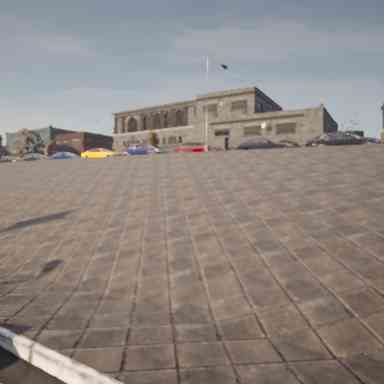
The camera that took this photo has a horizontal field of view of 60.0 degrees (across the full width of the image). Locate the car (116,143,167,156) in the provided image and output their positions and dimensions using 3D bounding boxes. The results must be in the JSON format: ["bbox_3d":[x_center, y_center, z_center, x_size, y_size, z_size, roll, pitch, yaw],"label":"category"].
[{"bbox_3d":[-4.303,-3.696,30.792,4.553,1.767,2.185,1,1,31],"label":"car"}]

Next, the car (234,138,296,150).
[{"bbox_3d":[5.554,-3.372,25.383,4.674,1.452,2.002,1,1,28],"label":"car"}]

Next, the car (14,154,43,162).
[{"bbox_3d":[-18.416,-3.800,39.568,4.892,1.521,2.231,1,0,34],"label":"car"}]

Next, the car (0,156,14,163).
[{"bbox_3d":[-22.982,-3.856,42.669,4.892,1.521,2.231,1,0,34],"label":"car"}]

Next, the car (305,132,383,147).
[{"bbox_3d":[10.385,-3.333,22.924,4.892,1.521,2.231,1,1,27],"label":"car"}]

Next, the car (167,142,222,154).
[{"bbox_3d":[0.690,-3.460,27.991,4.792,1.488,2.163,1,1,29],"label":"car"}]

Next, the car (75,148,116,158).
[{"bbox_3d":[-9.057,-3.649,33.609,5.008,1.535,2.097,1,1,32],"label":"car"}]

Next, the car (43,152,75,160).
[{"bbox_3d":[-13.769,-3.687,36.539,4.674,1.452,2.002,1,1,33],"label":"car"}]
